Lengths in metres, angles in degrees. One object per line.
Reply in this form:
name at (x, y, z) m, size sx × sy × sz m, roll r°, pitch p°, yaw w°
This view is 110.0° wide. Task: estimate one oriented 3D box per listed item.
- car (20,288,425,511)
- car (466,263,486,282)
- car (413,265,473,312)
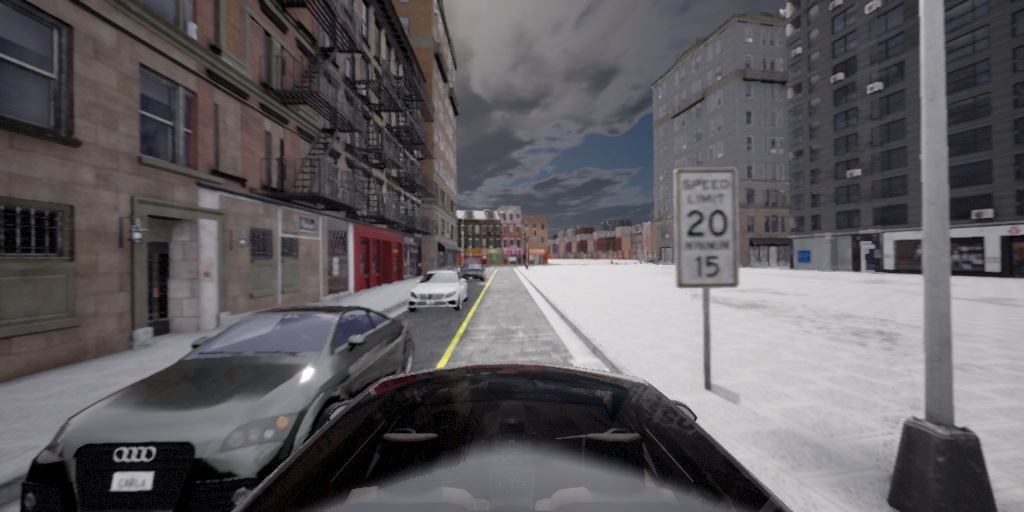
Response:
car at (-2.606, 1.342, 4.425) m, size 1.994 × 1.385 × 4.181 m, roll -1°, pitch 0°, yaw -1°
car at (-3.104, 1.295, 29.474) m, size 2.033 × 1.411 × 5.357 m, roll -1°, pitch 0°, yaw -1°
car at (-2.811, 1.289, 14.476) m, size 1.812 × 1.442 × 4.674 m, roll -1°, pitch 0°, yaw -1°
